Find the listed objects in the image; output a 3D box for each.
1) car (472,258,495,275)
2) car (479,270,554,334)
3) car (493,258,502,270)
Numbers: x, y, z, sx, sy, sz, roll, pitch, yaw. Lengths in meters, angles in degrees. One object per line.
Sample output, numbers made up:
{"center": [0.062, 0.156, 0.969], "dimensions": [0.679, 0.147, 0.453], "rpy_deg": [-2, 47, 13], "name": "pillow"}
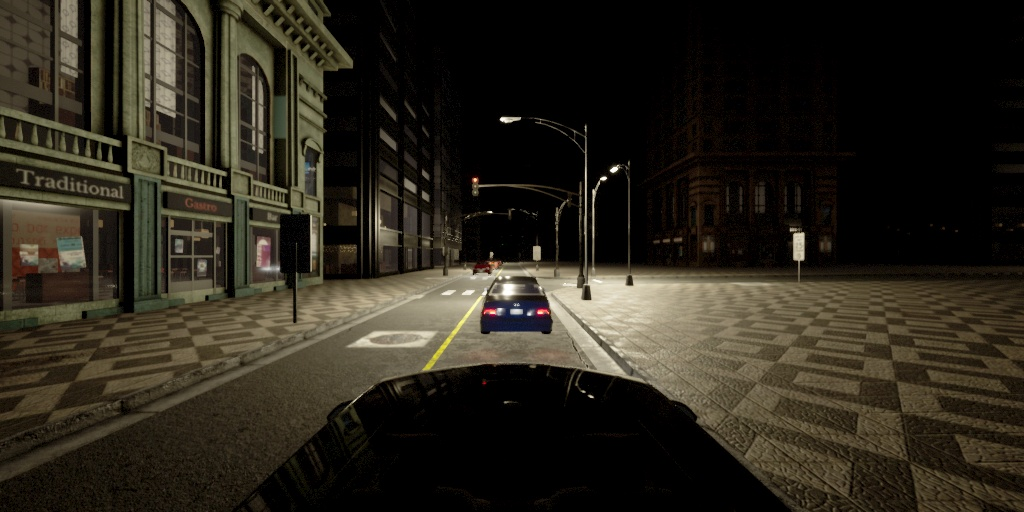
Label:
{"center": [-3.118, 1.276, 38.291], "dimensions": [1.812, 1.442, 4.674], "rpy_deg": [0, 0, 0], "name": "car"}
{"center": [0.096, 1.297, 10.547], "dimensions": [2.033, 1.411, 5.357], "rpy_deg": [0, 0, 0], "name": "car"}
{"center": [-3.100, 1.107, 54.315], "dimensions": [2.097, 1.767, 4.553], "rpy_deg": [0, 0, 0], "name": "car"}
